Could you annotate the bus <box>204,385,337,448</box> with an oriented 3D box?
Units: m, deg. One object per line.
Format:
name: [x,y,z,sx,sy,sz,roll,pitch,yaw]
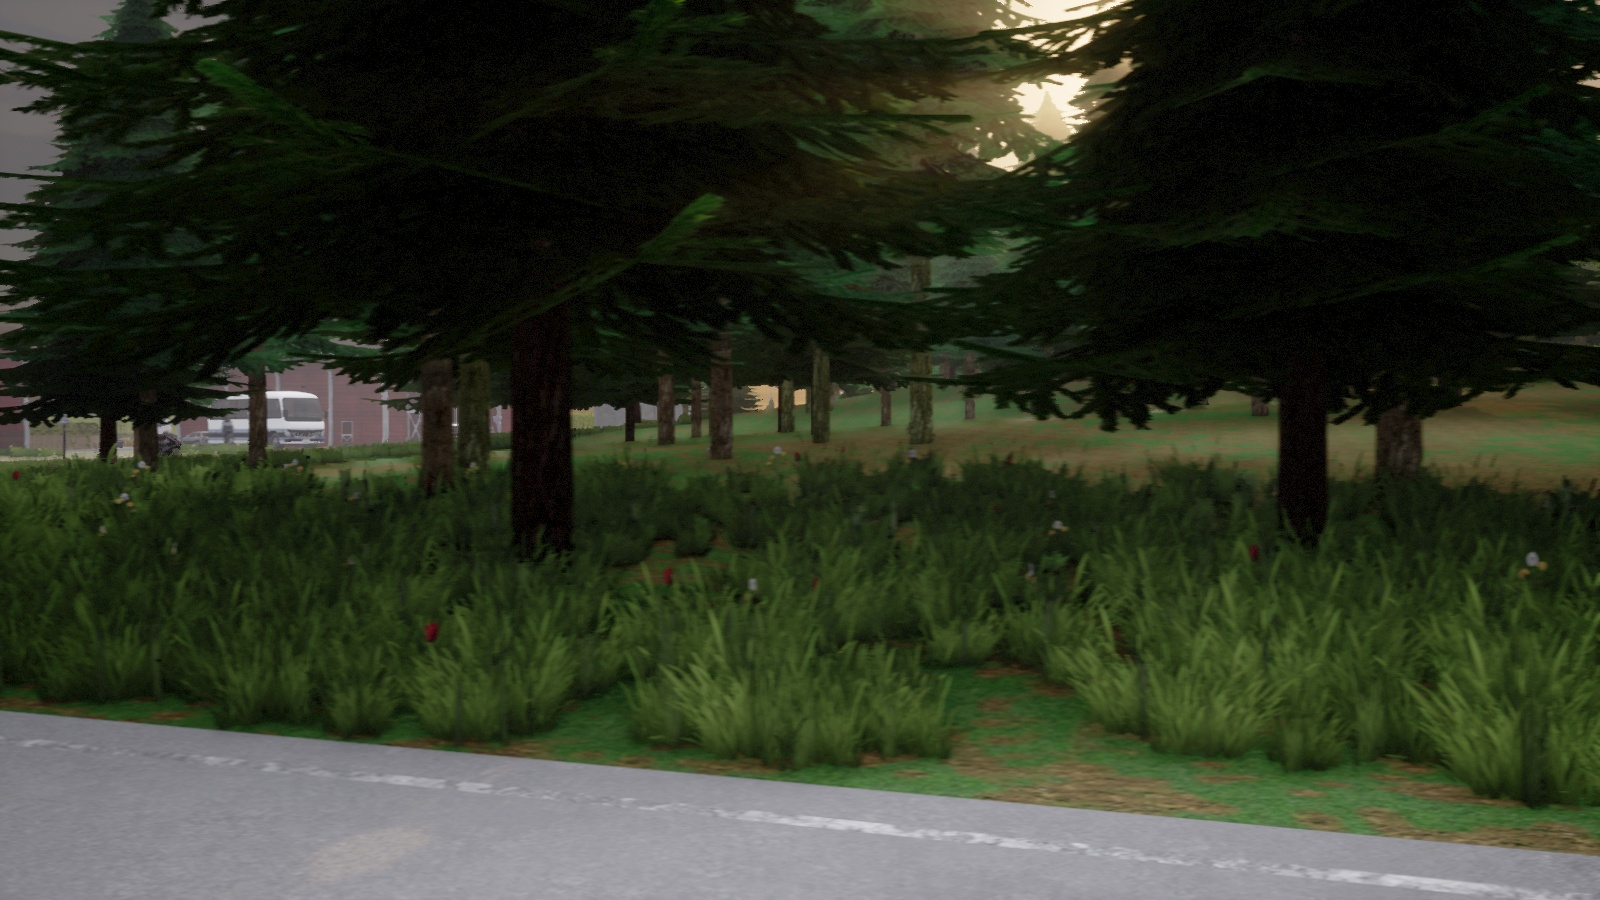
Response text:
bus: [-38.031,-2.349,89.997,10.273,4.253,3.944,1,1,35]

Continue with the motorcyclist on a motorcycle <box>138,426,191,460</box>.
motorcyclist on a motorcycle: [-29.185,-0.312,57.712,0.866,1.530,2.191,1,1,19]
